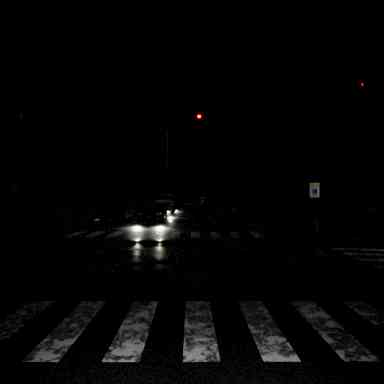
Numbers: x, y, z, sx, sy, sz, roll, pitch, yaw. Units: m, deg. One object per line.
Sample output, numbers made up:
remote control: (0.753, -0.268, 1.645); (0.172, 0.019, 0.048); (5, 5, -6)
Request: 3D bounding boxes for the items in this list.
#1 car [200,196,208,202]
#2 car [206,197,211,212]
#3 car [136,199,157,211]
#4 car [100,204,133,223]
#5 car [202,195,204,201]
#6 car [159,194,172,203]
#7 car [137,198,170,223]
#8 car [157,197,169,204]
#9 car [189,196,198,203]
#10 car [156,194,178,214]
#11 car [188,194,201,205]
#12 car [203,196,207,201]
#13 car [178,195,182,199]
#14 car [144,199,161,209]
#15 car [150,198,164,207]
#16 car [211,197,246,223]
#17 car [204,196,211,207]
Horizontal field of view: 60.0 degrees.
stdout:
car: (2.682, 1.573, 75.896); (1.837, 1.490, 4.892); (0, 0, 0)
car: (2.916, 1.588, 36.152); (1.947, 1.339, 4.313); (0, 0, 0)
car: (-5.585, 1.579, 41.638); (2.008, 1.369, 4.403); (0, 0, 0)
car: (-5.656, 1.576, 25.267); (1.947, 1.339, 4.313); (0, 0, 0)
car: (2.988, 1.481, 52.521); (1.967, 1.590, 4.097); (0, 0, 0)
car: (-5.466, 1.375, 68.923); (2.192, 1.841, 5.009); (0, 0, 0)
car: (-2.992, 1.489, 25.670); (1.882, 1.535, 5.008); (0, 0, 0)
car: (-5.490, 1.635, 63.466); (1.802, 1.307, 4.206); (0, 0, 0)
car: (0.394, 1.586, 69.255); (1.812, 1.442, 4.674); (0, 0, 0)
car: (-2.946, 1.243, 35.736); (2.150, 2.045, 5.566); (0, 0, 0)
car: (0.350, 1.612, 59.270); (1.994, 1.385, 4.181); (0, 0, 1)
car: (2.964, 1.585, 47.065); (2.008, 1.369, 4.403); (0, 0, 0)
car: (-2.892, 1.525, 46.180); (2.128, 1.511, 4.902); (0, 0, 0)
car: (-5.561, 1.616, 47.095); (1.802, 1.307, 4.206); (0, 0, 0)
car: (-5.537, 1.623, 52.552); (1.802, 1.307, 4.206); (0, 0, 0)
car: (2.869, 1.326, 25.239); (2.192, 1.841, 5.009); (0, 0, 0)
car: (2.940, 1.579, 41.608); (2.008, 1.369, 4.403); (0, 0, 0)
